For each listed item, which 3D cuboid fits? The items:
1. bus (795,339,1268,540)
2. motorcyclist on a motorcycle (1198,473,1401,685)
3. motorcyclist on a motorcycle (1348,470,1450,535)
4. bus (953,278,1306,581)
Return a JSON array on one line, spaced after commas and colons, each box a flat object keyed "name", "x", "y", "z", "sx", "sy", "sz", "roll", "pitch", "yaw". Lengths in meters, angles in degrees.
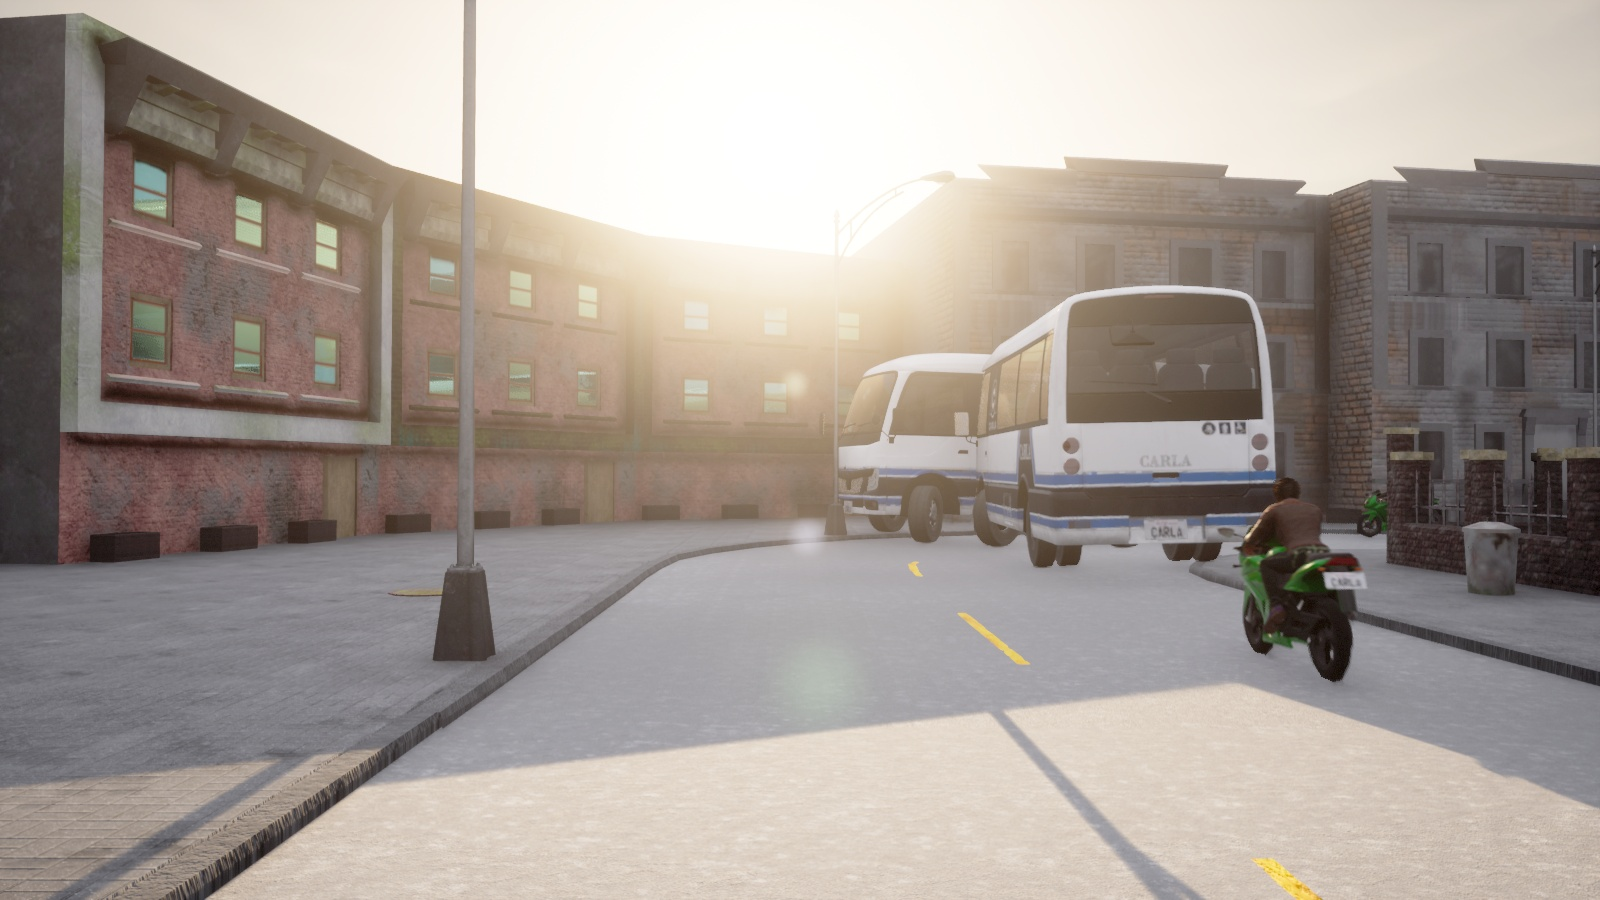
[{"name": "bus", "x": 5.364, "y": -0.104, "z": 29.705, "sx": 10.273, "sy": 4.253, "sz": 3.944, "roll": 1, "pitch": -1, "yaw": -14}, {"name": "motorcyclist on a motorcycle", "x": 3.938, "y": 0.950, "z": 10.104, "sx": 0.797, "sy": 1.523, "sz": 2.044, "roll": 0, "pitch": -1, "yaw": 0}, {"name": "motorcyclist on a motorcycle", "x": 14.376, "y": 1.244, "z": 30.164, "sx": 2.044, "sy": 1.523, "sz": 0.797, "roll": 0, "pitch": -1, "yaw": 0}, {"name": "bus", "x": 5.379, "y": -0.229, "z": 23.271, "sx": 3.944, "sy": 4.253, "sz": 10.273, "roll": -2, "pitch": -1, "yaw": 1}]
